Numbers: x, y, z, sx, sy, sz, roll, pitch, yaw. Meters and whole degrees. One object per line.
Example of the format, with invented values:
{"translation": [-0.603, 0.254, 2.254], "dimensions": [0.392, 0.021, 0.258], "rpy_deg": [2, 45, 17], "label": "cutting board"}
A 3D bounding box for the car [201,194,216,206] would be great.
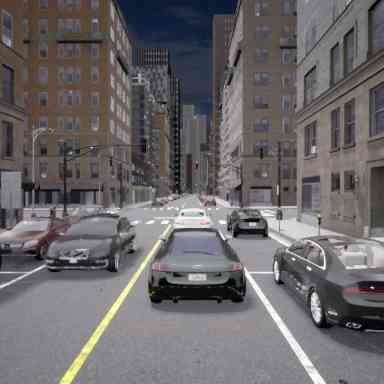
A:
{"translation": [2.950, 1.476, 54.855], "dimensions": [1.967, 1.590, 4.097], "rpy_deg": [0, 0, 0], "label": "car"}

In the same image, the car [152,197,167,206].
{"translation": [-5.575, 1.617, 54.877], "dimensions": [1.802, 1.307, 4.206], "rpy_deg": [0, 0, 0], "label": "car"}

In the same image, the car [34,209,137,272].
{"translation": [-2.988, 1.506, 10.800], "dimensions": [1.837, 1.490, 4.892], "rpy_deg": [0, 0, 0], "label": "car"}

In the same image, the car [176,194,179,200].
{"translation": [-5.465, 1.456, 92.737], "dimensions": [2.192, 1.841, 5.009], "rpy_deg": [0, 0, 0], "label": "car"}

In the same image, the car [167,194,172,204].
{"translation": [-5.543, 1.606, 65.694], "dimensions": [2.008, 1.369, 4.403], "rpy_deg": [0, 0, 0], "label": "car"}

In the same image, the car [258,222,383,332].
{"translation": [2.863, 1.551, 6.762], "dimensions": [2.008, 1.369, 4.403], "rpy_deg": [0, 0, 0], "label": "car"}

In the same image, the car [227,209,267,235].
{"translation": [2.875, 1.566, 17.764], "dimensions": [1.947, 1.339, 4.313], "rpy_deg": [0, 0, 0], "label": "car"}

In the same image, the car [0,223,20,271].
{"translation": [-5.663, 1.565, 6.771], "dimensions": [1.947, 1.339, 4.313], "rpy_deg": [0, 0, 0], "label": "car"}

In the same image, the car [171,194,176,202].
{"translation": [-5.496, 1.625, 81.749], "dimensions": [1.752, 1.417, 4.829], "rpy_deg": [0, 0, 0], "label": "car"}

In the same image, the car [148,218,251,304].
{"translation": [0.091, 1.564, 8.228], "dimensions": [1.994, 1.385, 4.181], "rpy_deg": [0, 0, 0], "label": "car"}

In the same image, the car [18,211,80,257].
{"translation": [-5.657, 1.582, 12.273], "dimensions": [1.802, 1.307, 4.206], "rpy_deg": [0, 0, 0], "label": "car"}

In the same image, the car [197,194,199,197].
{"translation": [3.044, 1.560, 87.308], "dimensions": [1.967, 1.590, 4.097], "rpy_deg": [0, 0, 0], "label": "car"}

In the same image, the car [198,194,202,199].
{"translation": [3.013, 1.524, 76.490], "dimensions": [1.967, 1.590, 4.097], "rpy_deg": [0, 0, 0], "label": "car"}

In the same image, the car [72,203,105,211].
{"translation": [-5.651, 1.440, 17.774], "dimensions": [1.967, 1.590, 4.097], "rpy_deg": [0, 0, 0], "label": "car"}

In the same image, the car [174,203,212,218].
{"translation": [0.053, 1.526, 16.987], "dimensions": [1.812, 1.442, 4.674], "rpy_deg": [0, 0, 1], "label": "car"}

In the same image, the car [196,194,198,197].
{"translation": [3.059, 1.456, 92.718], "dimensions": [2.192, 1.841, 5.009], "rpy_deg": [0, 0, 0], "label": "car"}

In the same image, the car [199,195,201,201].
{"translation": [2.982, 1.606, 65.672], "dimensions": [2.008, 1.369, 4.403], "rpy_deg": [0, 0, 0], "label": "car"}
